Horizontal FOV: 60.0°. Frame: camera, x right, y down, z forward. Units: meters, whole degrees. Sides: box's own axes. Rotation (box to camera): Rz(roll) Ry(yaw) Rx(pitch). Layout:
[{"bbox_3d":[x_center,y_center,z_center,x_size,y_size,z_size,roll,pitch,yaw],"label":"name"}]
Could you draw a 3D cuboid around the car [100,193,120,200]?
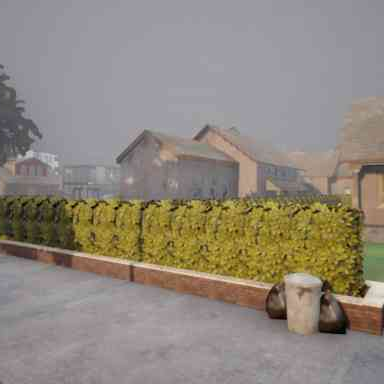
[{"bbox_3d":[-10.312,1.216,43.370,2.150,2.045,5.566,0,0,36],"label":"car"}]
